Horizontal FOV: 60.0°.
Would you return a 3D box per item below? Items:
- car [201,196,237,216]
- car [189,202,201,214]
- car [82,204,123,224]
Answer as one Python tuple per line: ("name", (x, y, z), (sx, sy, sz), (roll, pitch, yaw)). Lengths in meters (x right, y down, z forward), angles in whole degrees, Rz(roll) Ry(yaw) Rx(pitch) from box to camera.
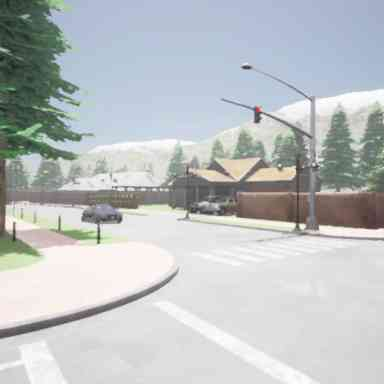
("car", (3.532, 1.360, 32.830), (4.605, 1.855, 1.932), (1, 0, -37))
("car", (1.714, 1.357, 34.609), (3.866, 1.878, 1.905), (1, 0, -37))
("car", (-6.833, 1.634, 25.259), (1.994, 1.385, 4.181), (1, 0, -37))
